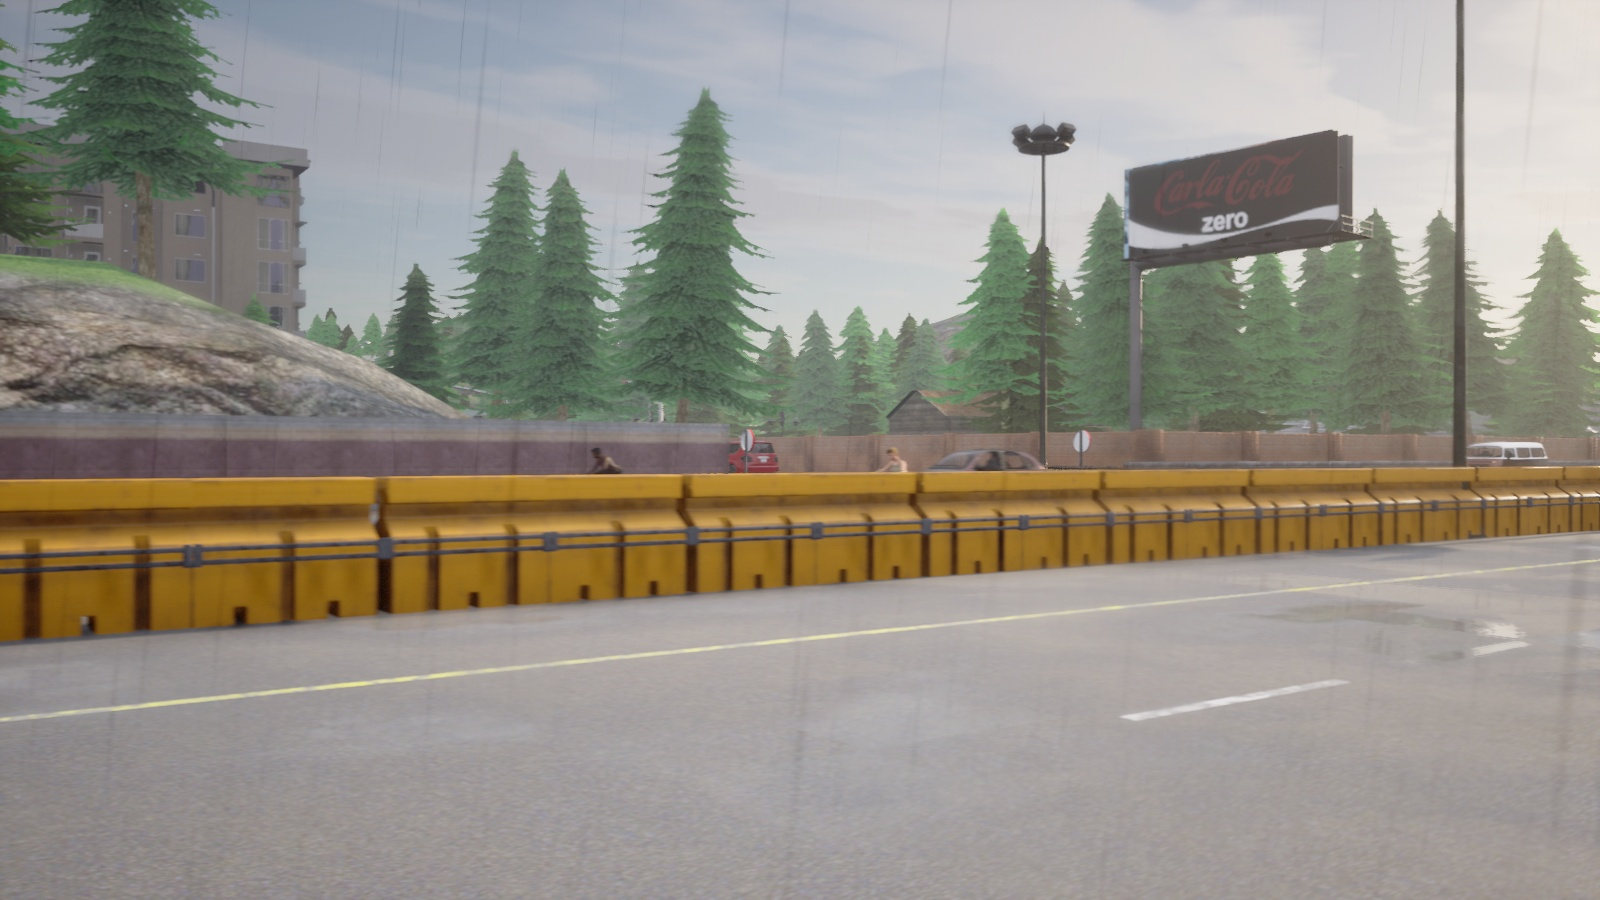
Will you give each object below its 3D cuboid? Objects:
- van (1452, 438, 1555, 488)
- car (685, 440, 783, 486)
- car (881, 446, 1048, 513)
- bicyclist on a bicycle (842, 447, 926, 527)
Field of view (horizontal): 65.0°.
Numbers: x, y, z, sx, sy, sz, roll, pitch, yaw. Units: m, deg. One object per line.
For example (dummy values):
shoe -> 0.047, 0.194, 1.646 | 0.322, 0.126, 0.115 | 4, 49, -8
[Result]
van -> 30.108, 0.537, 53.703 | 4.480, 2.038, 2.069 | 0, 0, -34
car -> -3.227, 0.598, 59.821 | 2.150, 2.045, 5.566 | 0, 0, -33
car -> 4.216, 0.712, 31.951 | 3.988, 1.617, 1.851 | 0, 0, -34
bicyclist on a bicycle -> 1.744, 0.742, 26.047 | 1.509, 1.612, 0.866 | 0, 0, -34
